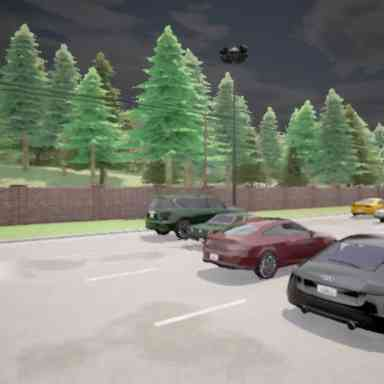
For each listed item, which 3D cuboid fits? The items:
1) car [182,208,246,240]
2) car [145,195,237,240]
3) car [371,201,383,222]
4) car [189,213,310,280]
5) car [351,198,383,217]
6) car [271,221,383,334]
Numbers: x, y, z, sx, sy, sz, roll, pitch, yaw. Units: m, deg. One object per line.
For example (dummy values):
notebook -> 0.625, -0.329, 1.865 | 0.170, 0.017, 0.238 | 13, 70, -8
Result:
car -> 2.178, 1.529, 13.893 | 4.718, 1.301, 1.895 | -1, 0, -35
car -> 0.333, 1.148, 16.875 | 5.566, 2.045, 2.150 | -1, 0, -35
car -> 14.544, 1.417, 22.705 | 4.718, 1.301, 1.895 | -1, 0, -35
car -> 2.431, 1.470, 9.793 | 4.674, 1.442, 1.812 | -1, 0, -36
car -> 15.073, 1.271, 27.379 | 5.008, 1.535, 1.882 | -1, 0, -35
car -> 3.772, 1.515, 6.435 | 4.181, 1.385, 1.994 | -1, 0, -35
